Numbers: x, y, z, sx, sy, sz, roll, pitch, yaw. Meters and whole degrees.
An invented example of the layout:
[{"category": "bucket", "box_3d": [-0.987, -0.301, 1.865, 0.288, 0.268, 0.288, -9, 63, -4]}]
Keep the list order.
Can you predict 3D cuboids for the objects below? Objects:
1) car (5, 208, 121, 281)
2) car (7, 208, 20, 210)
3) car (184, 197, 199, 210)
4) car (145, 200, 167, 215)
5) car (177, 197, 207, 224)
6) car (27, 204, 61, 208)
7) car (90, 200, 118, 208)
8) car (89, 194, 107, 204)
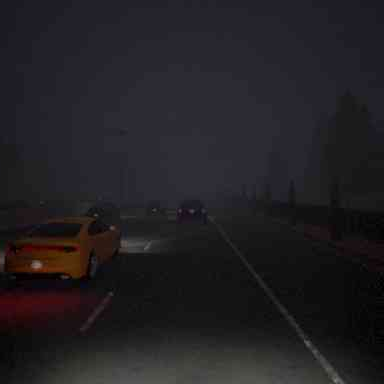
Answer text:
[{"category": "car", "box_3d": [-3.449, 1.472, 9.866, 1.882, 1.535, 5.008, 0, 0, 0]}, {"category": "car", "box_3d": [-17.741, 1.463, 32.782, 1.882, 1.535, 5.008, 0, 0, 0]}, {"category": "car", "box_3d": [-0.091, 1.439, 42.748, 1.882, 1.535, 5.008, 0, 0, 0]}, {"category": "car", "box_3d": [-3.563, 1.499, 33.626, 1.812, 1.442, 4.674, 0, 0, 0]}, {"category": "car", "box_3d": [-0.010, 1.331, 24.614, 2.097, 1.767, 4.553, 0, 0, 0]}, {"category": "car", "box_3d": [-14.243, 1.546, 33.297, 1.994, 1.385, 4.181, 0, 0, 0]}, {"category": "car", "box_3d": [-7.016, 1.508, 26.544, 1.812, 1.442, 4.674, 0, 0, 0]}, {"category": "car", "box_3d": [-17.795, 1.313, 63.364, 2.097, 1.767, 4.553, 0, 0, 0]}]
